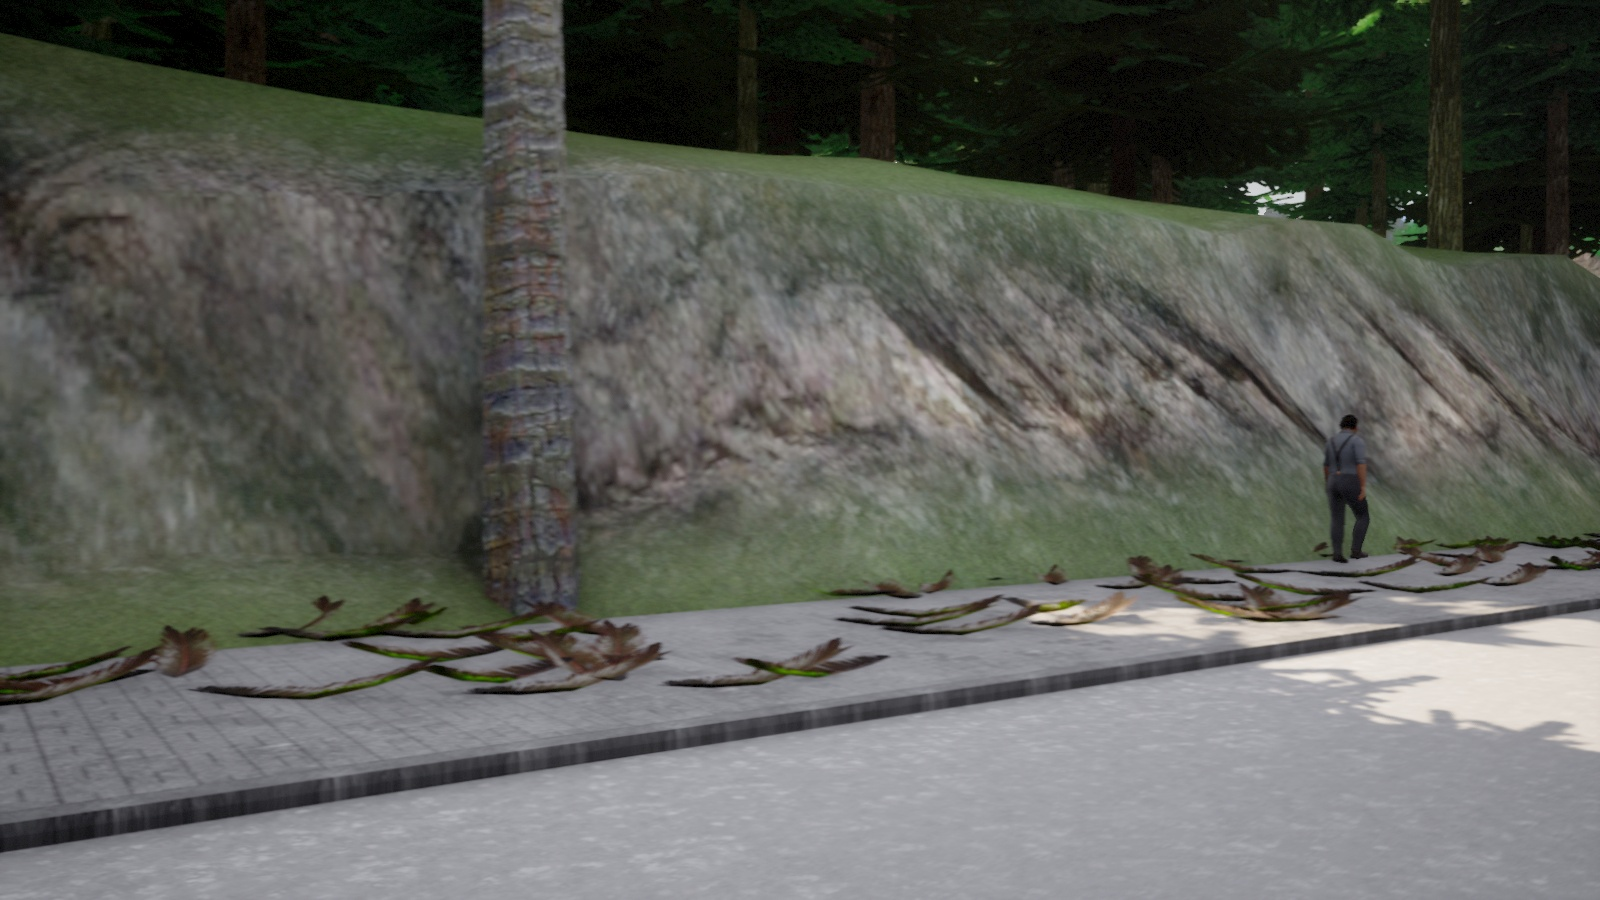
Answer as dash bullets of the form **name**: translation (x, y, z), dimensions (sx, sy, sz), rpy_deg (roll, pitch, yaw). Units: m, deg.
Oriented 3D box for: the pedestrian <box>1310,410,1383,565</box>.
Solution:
- **pedestrian**: translation (6.703, 0.443, 15.401), dimensions (0.694, 1.848, 0.540), rpy_deg (0, 0, -35)
